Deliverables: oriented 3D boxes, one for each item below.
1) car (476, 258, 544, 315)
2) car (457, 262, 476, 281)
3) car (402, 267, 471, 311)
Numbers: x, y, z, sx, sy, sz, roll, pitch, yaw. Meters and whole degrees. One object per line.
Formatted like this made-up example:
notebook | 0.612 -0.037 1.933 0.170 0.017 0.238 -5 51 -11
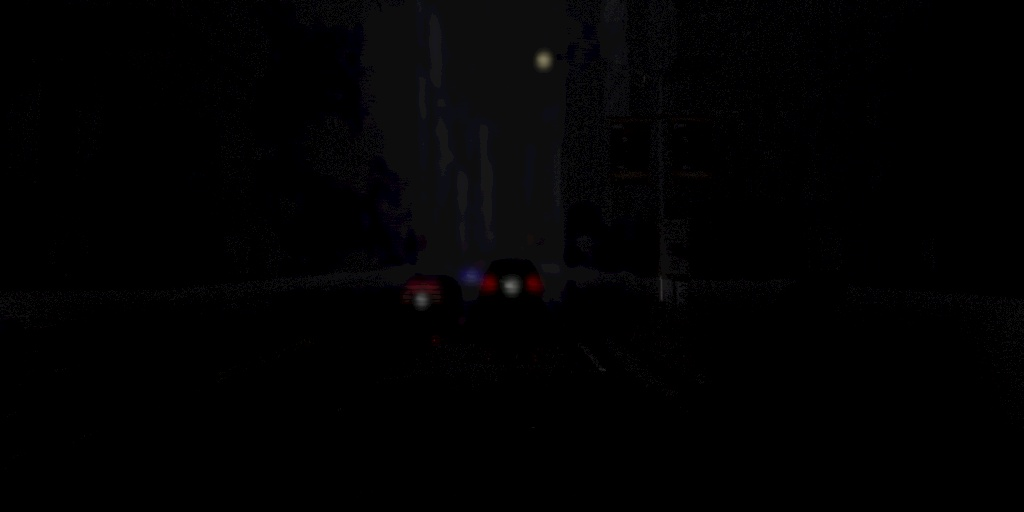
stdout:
car | 0.000 1.109 14.451 2.150 2.045 5.566 0 0 0
car | -3.245 1.541 31.097 1.882 1.535 5.008 0 0 0
car | -3.242 1.387 15.350 2.128 1.511 4.902 0 0 0
